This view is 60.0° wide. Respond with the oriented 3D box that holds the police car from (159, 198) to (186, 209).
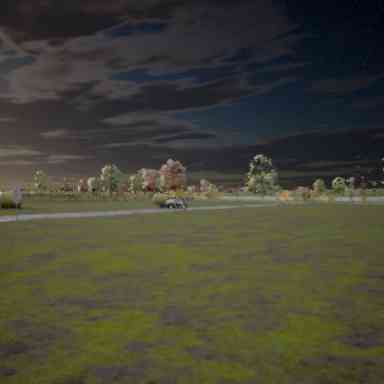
[{"bbox_3d":[-2.922,1.716,49.603,1.930,1.638,5.238,0,-1,35],"label":"police car"}]
